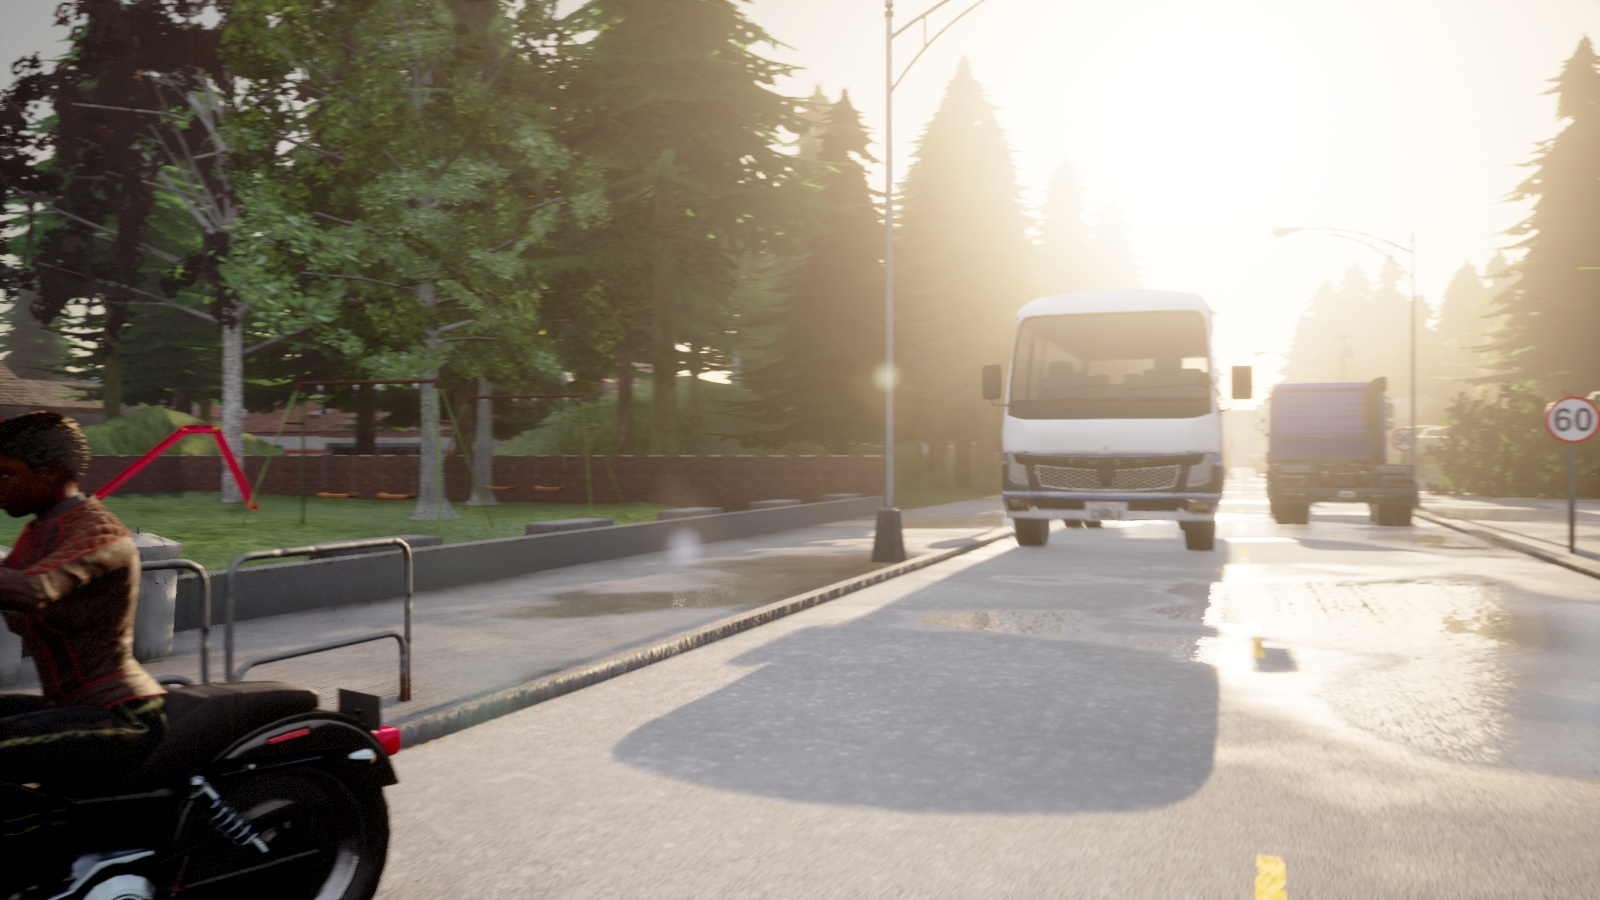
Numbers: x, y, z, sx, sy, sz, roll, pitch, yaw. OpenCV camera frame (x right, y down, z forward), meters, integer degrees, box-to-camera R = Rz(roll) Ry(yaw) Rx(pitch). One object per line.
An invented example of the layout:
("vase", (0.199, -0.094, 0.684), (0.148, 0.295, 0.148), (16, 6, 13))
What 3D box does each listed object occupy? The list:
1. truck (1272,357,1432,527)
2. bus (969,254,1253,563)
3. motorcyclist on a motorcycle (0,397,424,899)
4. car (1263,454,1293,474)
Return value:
("truck", (12.815, -0.146, 29.763), (2.891, 3.462, 7.936), (0, 0, 20))
("bus", (6.102, -0.548, 22.812), (3.944, 4.253, 10.273), (0, 0, 20))
("motorcyclist on a motorcycle", (-2.136, 0.717, 2.907), (0.766, 1.649, 2.350), (-2, -1, 42))
("car", (35.006, 1.011, 92.123), (1.970, 1.475, 3.806), (0, 0, 20))
